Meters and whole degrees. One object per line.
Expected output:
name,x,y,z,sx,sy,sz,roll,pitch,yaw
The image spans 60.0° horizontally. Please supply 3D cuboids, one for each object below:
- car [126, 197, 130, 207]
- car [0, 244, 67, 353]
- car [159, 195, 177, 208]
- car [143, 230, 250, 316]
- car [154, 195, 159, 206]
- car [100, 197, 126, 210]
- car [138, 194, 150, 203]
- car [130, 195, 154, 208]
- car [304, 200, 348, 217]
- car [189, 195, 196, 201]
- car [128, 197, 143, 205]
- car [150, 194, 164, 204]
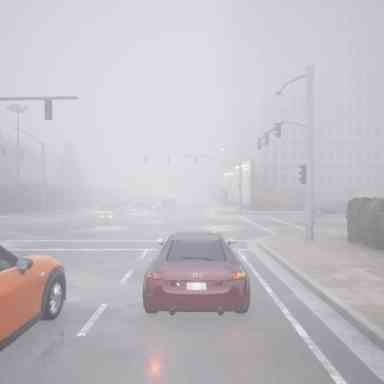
car,-10.507,1.477,52.616,1.882,1.535,5.008,0,0,0
car,-3.433,1.352,4.461,2.097,1.767,4.553,0,0,1
car,-3.311,1.477,48.323,1.882,1.535,5.008,0,0,0
car,0.089,1.564,7.634,1.994,1.385,4.181,0,0,0
car,-6.995,1.505,56.007,1.837,1.490,4.892,0,0,0
car,-10.535,1.491,43.467,2.128,1.511,4.902,0,0,1
car,-10.387,1.355,72.246,2.097,1.767,4.553,0,0,0
car,-7.012,1.352,47.065,2.097,1.767,4.553,0,0,0
car,13.142,1.547,31.381,4.902,1.511,2.128,0,0,0
car,0.132,1.552,84.548,1.994,1.385,4.181,0,0,0
car,-10.460,1.601,61.916,1.895,1.301,4.718,0,0,0
car,-6.922,1.352,66.085,2.097,1.767,4.553,0,0,1
